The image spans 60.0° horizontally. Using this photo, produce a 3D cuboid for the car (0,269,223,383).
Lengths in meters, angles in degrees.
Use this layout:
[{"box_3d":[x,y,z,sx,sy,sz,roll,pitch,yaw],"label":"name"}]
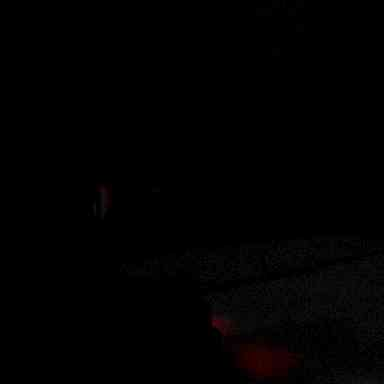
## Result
[{"box_3d":[-2.210,1.548,3.032,5.357,1.411,2.033,0,0,-36],"label":"car"}]
